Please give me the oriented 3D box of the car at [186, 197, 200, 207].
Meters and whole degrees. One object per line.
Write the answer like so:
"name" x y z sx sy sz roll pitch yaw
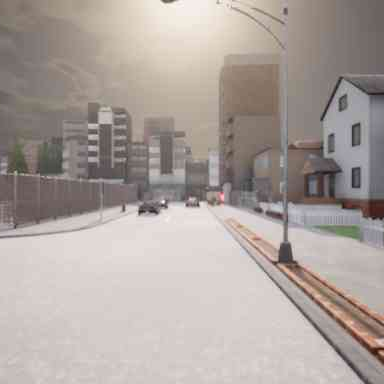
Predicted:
"car" 0.102 1.426 47.693 1.994 1.385 4.181 0 0 0

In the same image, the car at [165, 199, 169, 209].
"car" -4.084 1.441 42.702 1.994 1.385 4.181 0 0 0

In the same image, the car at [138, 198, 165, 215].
"car" -4.097 1.507 32.634 1.895 1.301 4.718 0 0 0
